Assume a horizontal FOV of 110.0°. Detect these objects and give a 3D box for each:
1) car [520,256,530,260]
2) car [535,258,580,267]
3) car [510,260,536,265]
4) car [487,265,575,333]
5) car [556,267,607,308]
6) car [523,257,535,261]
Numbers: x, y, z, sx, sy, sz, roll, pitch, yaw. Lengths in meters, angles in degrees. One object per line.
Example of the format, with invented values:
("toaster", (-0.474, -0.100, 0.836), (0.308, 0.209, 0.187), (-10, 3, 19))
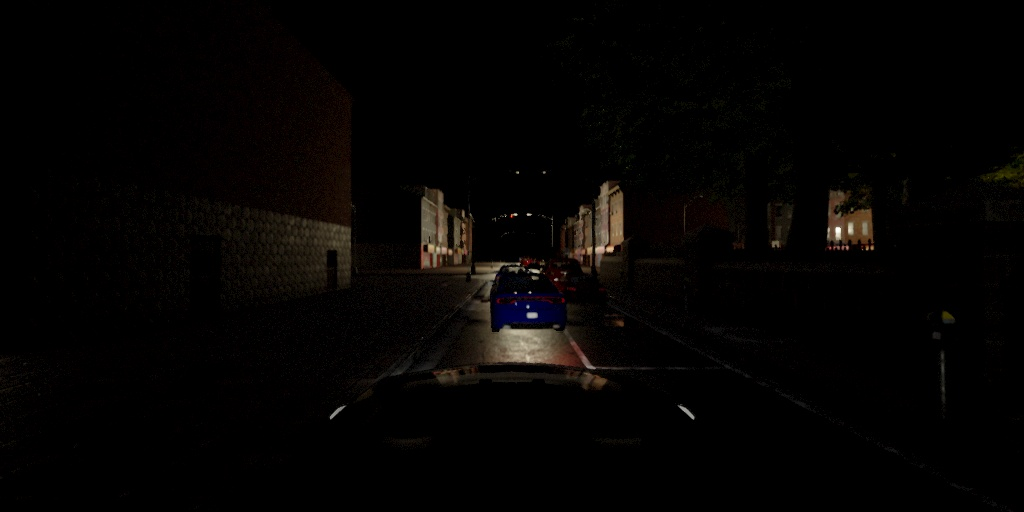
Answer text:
("car", (2.759, 1.203, 62.785), (1.888, 1.381, 4.507), (0, 0, 0))
("car", (2.674, 1.016, 20.044), (2.192, 1.841, 5.009), (0, 0, 0))
("car", (0.104, 1.181, 19.092), (1.882, 1.535, 5.008), (0, 0, 1))
("car", (0.298, 1.202, 10.704), (1.882, 1.535, 5.008), (0, 0, -4))
("car", (2.663, 1.296, 14.595), (1.802, 1.307, 4.207), (0, 0, 0))
("car", (2.727, 1.209, 46.473), (1.888, 1.381, 4.507), (0, 0, 0))
